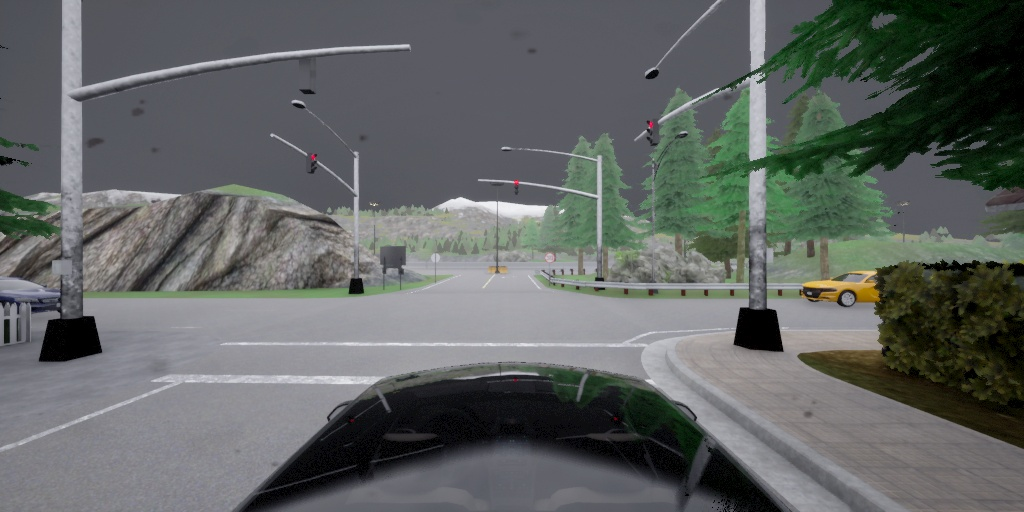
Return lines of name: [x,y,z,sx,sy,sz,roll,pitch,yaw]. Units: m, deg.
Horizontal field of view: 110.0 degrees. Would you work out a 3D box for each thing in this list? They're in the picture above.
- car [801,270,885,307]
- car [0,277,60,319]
car: [15.954,1.419,16.204,5.008,1.535,1.882,0,0,0]
car: [-18.279,1.467,12.689,4.674,1.442,1.812,0,0,0]
